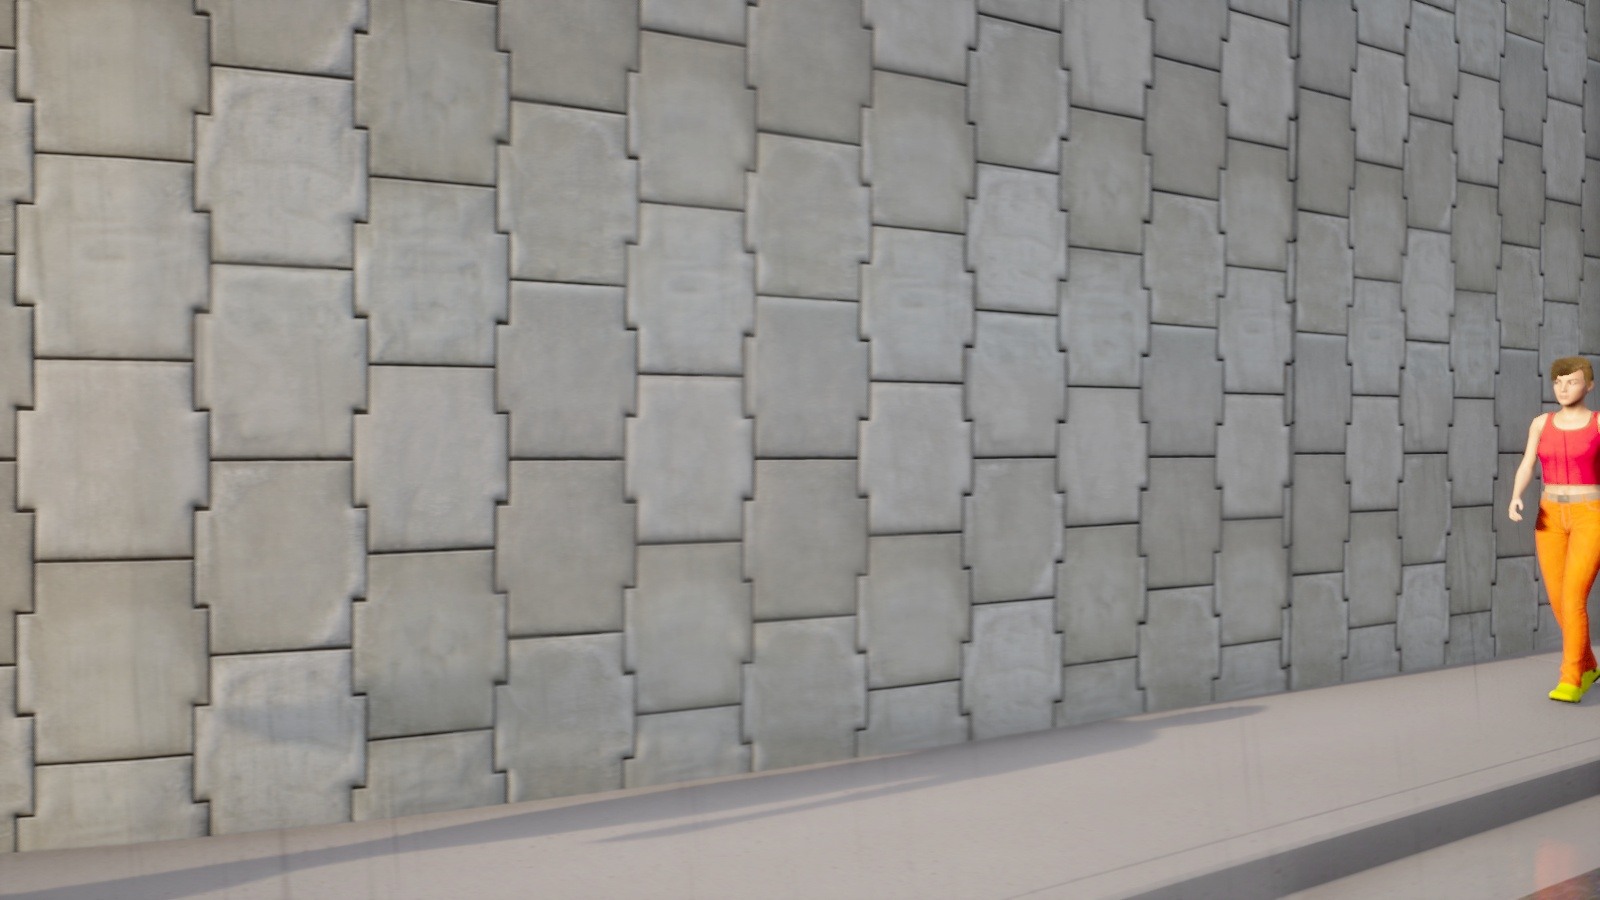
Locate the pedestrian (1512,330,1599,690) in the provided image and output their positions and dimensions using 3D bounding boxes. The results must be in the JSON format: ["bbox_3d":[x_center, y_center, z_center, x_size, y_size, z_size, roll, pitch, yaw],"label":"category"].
[{"bbox_3d":[4.136,0.301,6.698,0.594,1.836,0.345,-1,1,-33],"label":"pedestrian"}]
